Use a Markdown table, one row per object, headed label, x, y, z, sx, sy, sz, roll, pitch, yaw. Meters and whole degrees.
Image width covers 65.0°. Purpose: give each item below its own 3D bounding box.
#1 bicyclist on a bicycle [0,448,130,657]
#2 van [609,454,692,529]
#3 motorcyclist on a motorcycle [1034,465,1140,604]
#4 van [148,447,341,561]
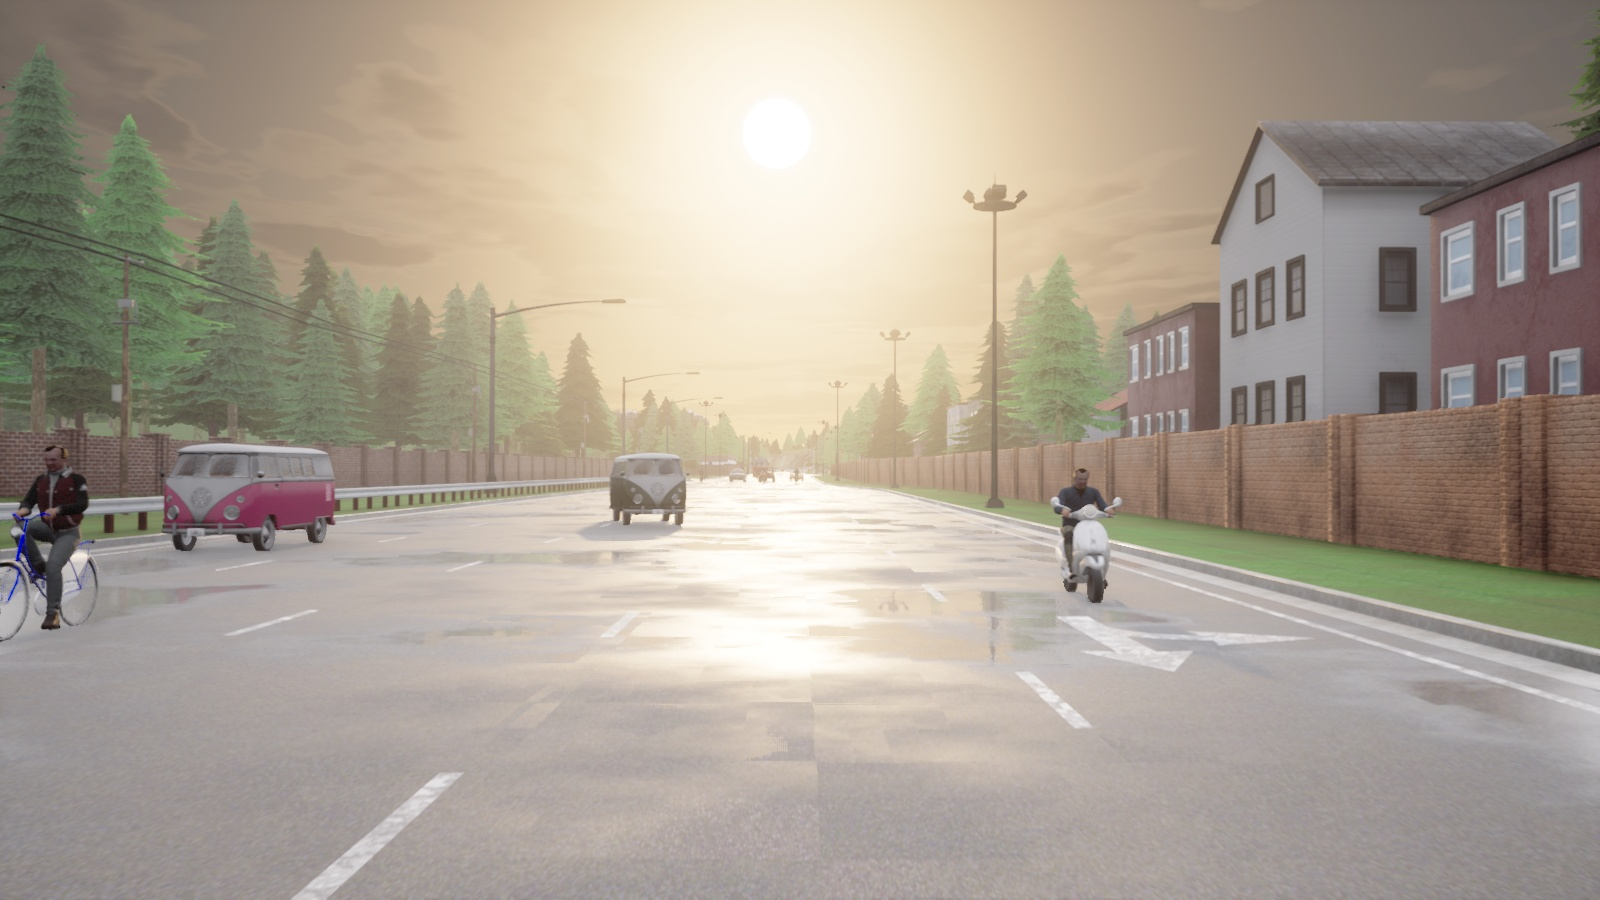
| label | x | y | z | sx | sy | sz | roll | pitch | yaw |
| --- | --- | --- | --- | --- | --- | --- | --- | --- | --- |
| bicyclist on a bicycle | -7.029 | 0.888 | 11.620 | 0.659 | 1.776 | 1.843 | 0 | -1 | 0 |
| van | -4.301 | 1.123 | 35.557 | 1.775 | 1.987 | 4.442 | 0 | -1 | -14 |
| motorcyclist on a motorcycle | 3.462 | 0.986 | 15.340 | 0.866 | 1.590 | 1.817 | 0 | -1 | 0 |
| van | -10.561 | 0.977 | 24.270 | 1.775 | 1.987 | 4.442 | 0 | -1 | 0 |
